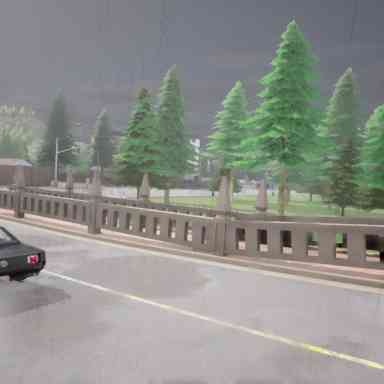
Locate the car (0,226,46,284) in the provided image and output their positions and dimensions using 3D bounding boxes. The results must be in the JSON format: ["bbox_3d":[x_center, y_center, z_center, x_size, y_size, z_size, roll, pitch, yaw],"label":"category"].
[{"bbox_3d":[-5.637,1.400,7.979,4.718,1.301,1.895,3,2,35],"label":"car"}]
